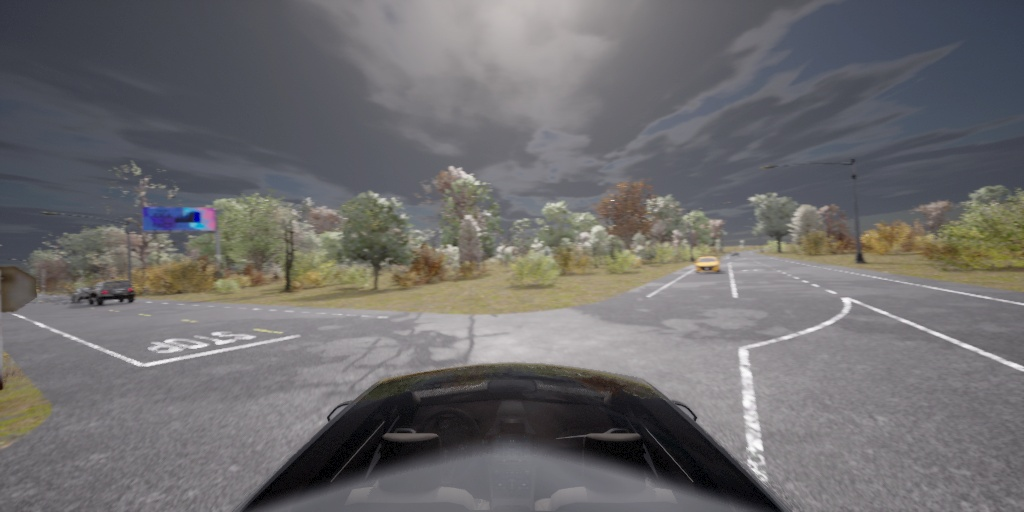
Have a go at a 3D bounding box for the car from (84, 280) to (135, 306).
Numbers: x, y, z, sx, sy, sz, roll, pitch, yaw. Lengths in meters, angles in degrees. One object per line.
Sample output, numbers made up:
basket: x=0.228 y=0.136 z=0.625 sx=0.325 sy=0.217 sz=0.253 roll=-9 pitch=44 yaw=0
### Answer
car: x=-35.523 y=3.230 z=31.807 sx=5.566 sy=2.045 sz=2.150 roll=-3 pitch=-1 yaw=33

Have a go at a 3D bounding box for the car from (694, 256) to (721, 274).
car: x=18.009 y=0.790 z=32.983 sx=1.882 sy=1.535 sz=5.008 roll=-4 pitch=-1 yaw=31

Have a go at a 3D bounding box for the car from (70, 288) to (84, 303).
car: x=-44.512 y=4.054 z=37.566 sx=4.892 sy=1.490 sz=1.837 roll=-3 pitch=-1 yaw=33
